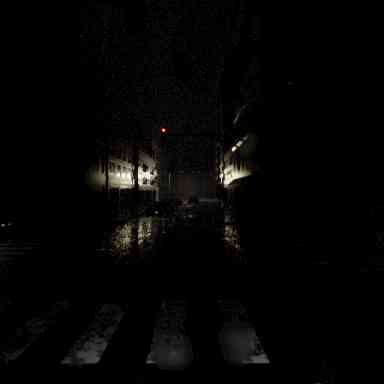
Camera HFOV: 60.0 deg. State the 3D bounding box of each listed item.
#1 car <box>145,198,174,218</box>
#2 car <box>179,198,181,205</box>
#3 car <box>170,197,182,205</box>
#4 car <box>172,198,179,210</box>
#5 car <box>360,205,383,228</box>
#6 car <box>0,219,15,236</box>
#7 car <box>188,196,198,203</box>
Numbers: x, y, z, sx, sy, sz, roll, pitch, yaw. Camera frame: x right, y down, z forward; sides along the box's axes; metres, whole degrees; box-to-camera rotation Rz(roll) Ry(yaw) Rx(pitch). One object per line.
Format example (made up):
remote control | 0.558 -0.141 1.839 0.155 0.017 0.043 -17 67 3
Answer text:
car | -3.034 1.567 30.424 1.994 1.385 4.181 0 0 0
car | -2.956 1.588 49.705 1.994 1.385 4.181 0 0 0
car | -2.883 1.641 59.667 1.895 1.301 4.718 0 0 0
car | -3.010 1.559 39.751 2.033 1.411 5.357 0 0 1
car | 12.119 1.121 18.414 5.009 1.841 2.192 -1 1 0
car | -11.440 1.661 15.759 5.357 1.411 2.033 -1 0 0
car | 0.234 1.535 68.937 1.882 1.535 5.008 0 0 0
